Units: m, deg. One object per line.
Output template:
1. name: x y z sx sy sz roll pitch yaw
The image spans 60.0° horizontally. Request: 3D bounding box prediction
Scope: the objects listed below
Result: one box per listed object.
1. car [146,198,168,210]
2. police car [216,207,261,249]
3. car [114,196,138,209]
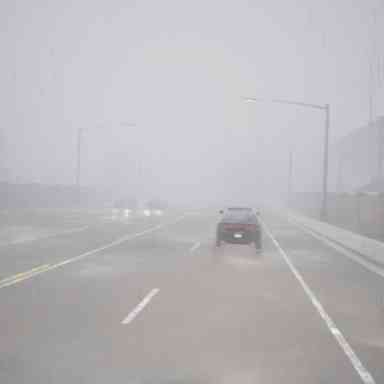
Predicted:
1. car: -4.399 1.485 42.240 1.895 1.301 4.718 2 0 9
2. police car: 2.223 1.549 15.685 1.930 1.638 5.238 2 0 9
3. car: -8.088 1.275 41.250 1.837 1.490 4.892 2 0 9
